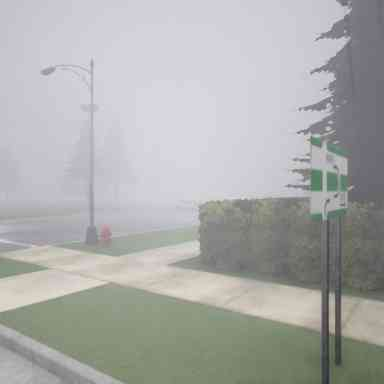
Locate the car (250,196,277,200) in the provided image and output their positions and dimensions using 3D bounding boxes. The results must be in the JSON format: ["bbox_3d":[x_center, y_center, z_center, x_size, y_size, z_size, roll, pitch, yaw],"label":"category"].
[{"bbox_3d":[10.108,1.526,45.311,1.812,1.442,4.674,0,0,36],"label":"car"}]

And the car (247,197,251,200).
[{"bbox_3d":[11.171,1.477,58.636,1.882,1.535,5.008,0,0,36],"label":"car"}]

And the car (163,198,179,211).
[{"bbox_3d":[-1.613,1.525,40.967,1.812,1.442,4.674,0,0,36],"label":"car"}]

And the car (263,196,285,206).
[{"bbox_3d":[14.047,1.477,56.639,1.882,1.535,5.008,0,0,36],"label":"car"}]

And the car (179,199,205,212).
[{"bbox_3d":[0.943,1.601,38.531,1.895,1.301,4.718,0,0,36],"label":"car"}]
